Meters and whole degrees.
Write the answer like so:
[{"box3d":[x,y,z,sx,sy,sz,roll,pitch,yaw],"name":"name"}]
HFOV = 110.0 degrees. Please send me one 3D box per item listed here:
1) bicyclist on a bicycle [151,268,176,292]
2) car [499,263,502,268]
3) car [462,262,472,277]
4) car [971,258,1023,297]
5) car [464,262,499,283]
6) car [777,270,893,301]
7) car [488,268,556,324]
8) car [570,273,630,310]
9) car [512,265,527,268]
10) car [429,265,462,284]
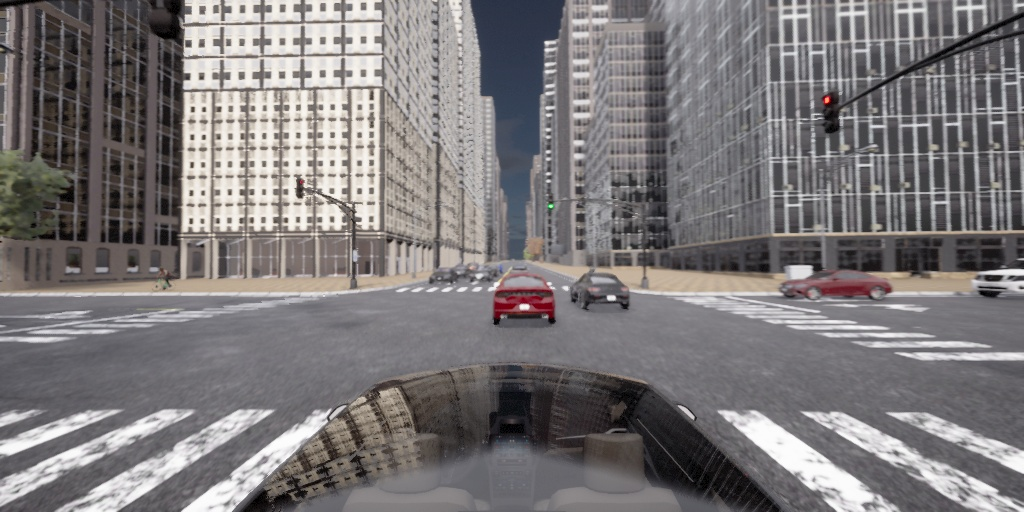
[{"box3d":[-24.305,1.649,25.036,0.582,1.620,1.656,-1,-1,4],"name":"bicyclist on a bicycle"},{"box3d":[-2.525,1.744,42.995,1.837,1.490,4.892,-1,-1,2],"name":"car"},{"box3d":[-5.827,1.736,40.837,2.128,1.511,4.902,-1,-1,1],"name":"car"},{"box3d":[25.856,1.025,17.173,5.566,2.045,2.150,0,-2,3],"name":"car"},{"box3d":[-2.734,1.625,33.326,2.128,1.511,4.902,-1,-1,2],"name":"car"},{"box3d":[15.917,1.415,17.781,4.674,1.442,1.812,-1,-2,4],"name":"car"},{"box3d":[0.382,1.336,12.496,1.882,1.535,5.008,0,-1,1],"name":"car"},{"box3d":[3.677,1.440,15.476,1.812,1.442,4.674,0,-2,1],"name":"car"},{"box3d":[0.732,1.618,35.458,2.128,1.511,4.902,-1,-1,1],"name":"car"},{"box3d":[-6.014,1.712,32.021,1.994,1.385,4.181,-1,-1,2],"name":"car"}]
